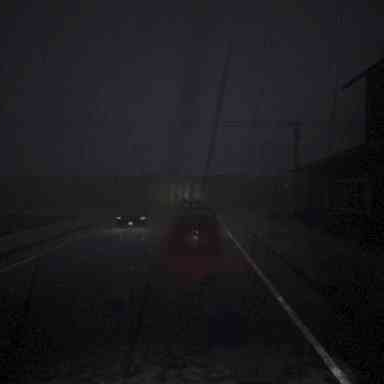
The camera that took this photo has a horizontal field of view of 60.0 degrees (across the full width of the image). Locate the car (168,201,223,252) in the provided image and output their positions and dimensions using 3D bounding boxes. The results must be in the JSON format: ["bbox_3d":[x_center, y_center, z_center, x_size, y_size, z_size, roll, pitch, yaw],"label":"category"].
[{"bbox_3d":[0.139,1.344,13.268,1.882,1.535,5.008,0,1,1],"label":"car"}]

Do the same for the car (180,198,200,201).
[{"bbox_3d":[-0.214,1.223,27.593,2.128,1.511,4.902,0,0,-8],"label":"car"}]

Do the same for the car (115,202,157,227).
[{"bbox_3d":[-3.380,1.335,21.140,2.033,1.411,5.357,0,1,1],"label":"car"}]
